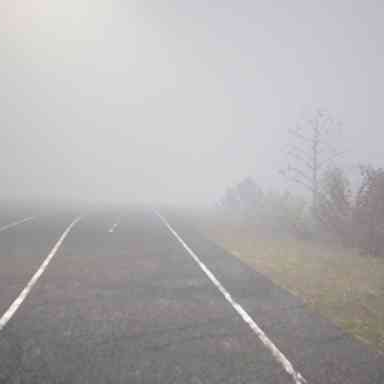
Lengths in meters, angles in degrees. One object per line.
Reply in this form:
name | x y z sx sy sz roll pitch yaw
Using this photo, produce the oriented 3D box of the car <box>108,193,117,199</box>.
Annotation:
car | -20.616 1.142 86.654 2.097 1.767 4.553 2 0 -9
